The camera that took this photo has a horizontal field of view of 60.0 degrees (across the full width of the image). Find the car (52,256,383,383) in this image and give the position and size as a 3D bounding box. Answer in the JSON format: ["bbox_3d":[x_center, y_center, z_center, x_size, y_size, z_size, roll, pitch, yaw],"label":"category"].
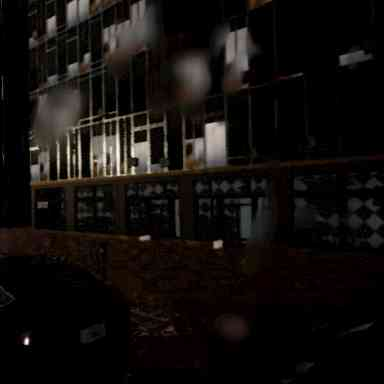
[{"bbox_3d":[1.762,1.311,1.640,5.009,1.841,2.192,-1,-1,36],"label":"car"}]

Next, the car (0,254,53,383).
[{"bbox_3d":[-2.780,1.605,4.873,4.313,1.339,1.947,-1,-1,36],"label":"car"}]
